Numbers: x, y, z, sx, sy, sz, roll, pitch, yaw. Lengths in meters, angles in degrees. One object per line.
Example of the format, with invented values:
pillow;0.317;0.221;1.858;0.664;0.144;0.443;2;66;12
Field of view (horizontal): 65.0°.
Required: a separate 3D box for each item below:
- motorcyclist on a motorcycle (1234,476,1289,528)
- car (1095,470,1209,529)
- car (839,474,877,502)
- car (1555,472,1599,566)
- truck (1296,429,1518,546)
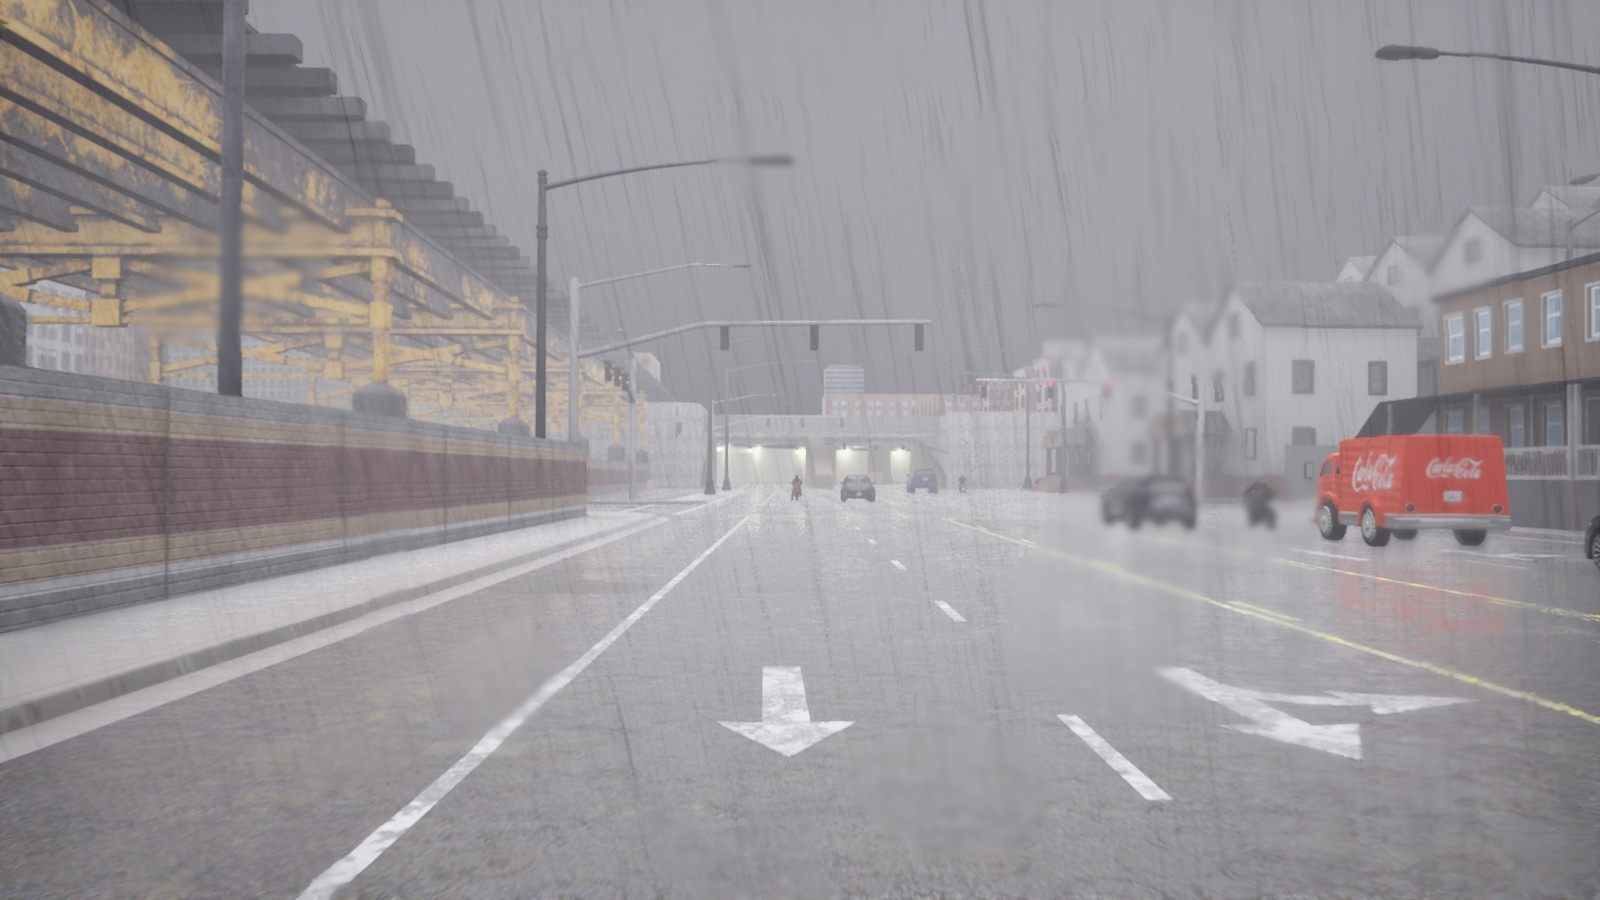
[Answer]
motorcyclist on a motorcycle;13.878;1.537;37.850;0.866;1.530;2.191;0;-1;1
car;10.414;1.440;37.563;2.033;1.649;4.856;0;-1;0
car;3.333;2.174;72.874;2.007;1.525;4.514;0;-1;0
car;13.959;1.089;18.967;2.128;1.511;4.902;0;-1;0
truck;13.932;0.848;29.292;2.627;2.467;5.204;0;-1;0
